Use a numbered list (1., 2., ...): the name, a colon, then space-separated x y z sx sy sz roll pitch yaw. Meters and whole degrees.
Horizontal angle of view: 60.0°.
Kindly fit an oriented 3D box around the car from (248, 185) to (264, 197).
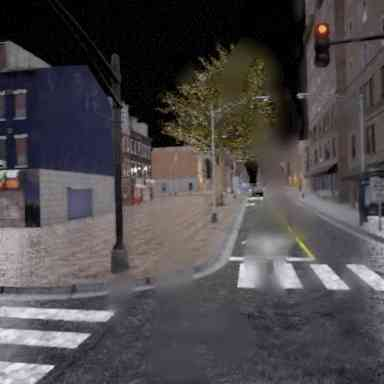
1. car: 9.974 0.035 50.665 1.895 1.301 4.718 -1 3 11

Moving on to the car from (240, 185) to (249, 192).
1. car: 12.281 -0.865 77.660 2.008 1.369 4.403 0 2 10

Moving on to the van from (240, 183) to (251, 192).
1. van: 11.683 -0.977 74.389 1.690 1.788 3.998 0 2 10

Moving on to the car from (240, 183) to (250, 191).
1. car: 13.178 -1.246 82.554 2.192 1.841 5.009 0 2 10

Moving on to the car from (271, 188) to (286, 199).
1. car: 11.946 0.154 45.946 2.033 1.411 5.357 -1 3 11
